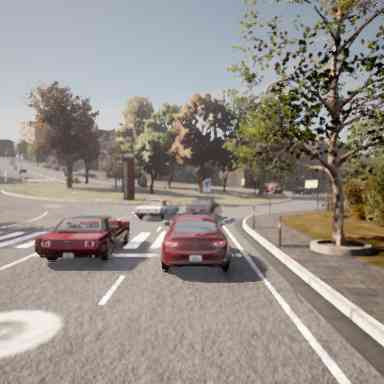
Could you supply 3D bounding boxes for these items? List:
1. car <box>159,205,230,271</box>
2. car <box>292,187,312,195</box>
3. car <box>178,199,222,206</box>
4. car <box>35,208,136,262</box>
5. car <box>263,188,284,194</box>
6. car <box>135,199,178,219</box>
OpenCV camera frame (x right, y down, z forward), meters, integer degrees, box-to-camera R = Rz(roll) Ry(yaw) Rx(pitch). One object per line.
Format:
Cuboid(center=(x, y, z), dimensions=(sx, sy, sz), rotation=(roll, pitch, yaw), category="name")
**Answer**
Cuboid(center=(0.098, 1.367, 10.229), dimensions=(1.812, 1.442, 4.674), rotation=(0, 1, 0), category="car")
Cuboid(center=(20.699, -0.231, 62.789), dimensions=(2.128, 1.511, 4.902), rotation=(-1, 3, -15), category="car")
Cuboid(center=(0.860, 1.138, 22.104), dimensions=(2.033, 1.411, 5.357), rotation=(0, 1, 12), category="car")
Cuboid(center=(-3.396, 1.421, 11.391), dimensions=(1.895, 1.301, 4.718), rotation=(0, 1, 0), category="car")
Cuboid(center=(16.094, -0.290, 66.512), dimensions=(1.895, 1.301, 4.718), rotation=(-1, 3, -23), category="car")
Cuboid(center=(-2.325, 1.145, 23.568), dimensions=(1.895, 1.301, 4.718), rotation=(0, 1, 13), category="car")
